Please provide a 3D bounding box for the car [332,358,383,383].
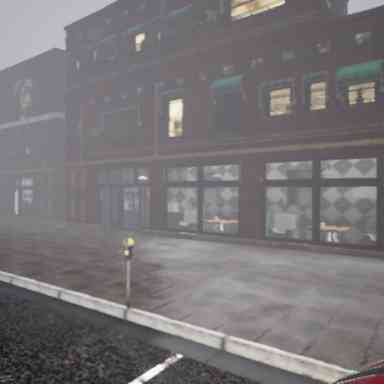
[{"bbox_3d":[2.396,1.437,1.160,4.097,1.590,1.967,0,0,35],"label":"car"}]
